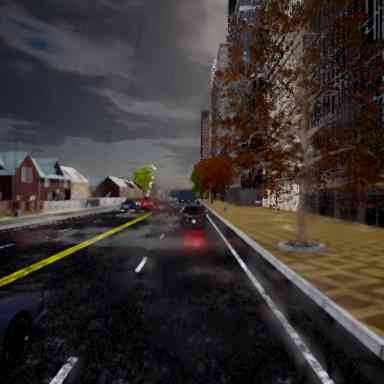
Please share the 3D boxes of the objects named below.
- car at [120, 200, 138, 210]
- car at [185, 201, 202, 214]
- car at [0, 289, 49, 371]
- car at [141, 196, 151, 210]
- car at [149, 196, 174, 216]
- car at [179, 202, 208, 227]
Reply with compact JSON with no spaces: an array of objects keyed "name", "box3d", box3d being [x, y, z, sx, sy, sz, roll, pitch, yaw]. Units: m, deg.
[{"name":"car","box3d":[-9.748,1.994,51.466,1.812,1.442,4.674,0,-1,1]},{"name":"car","box3d":[0.145,1.928,42.783,2.033,1.411,5.357,0,-1,0]},{"name":"car","box3d":[-3.149,1.567,2.698,2.033,1.411,5.357,0,0,0]},{"name":"car","box3d":[-6.498,1.690,51.573,2.150,2.045,5.566,0,0,1]},{"name":"car","box3d":[-3.112,1.664,36.153,2.097,1.767,4.553,0,-1,0]},{"name":"car","box3d":[0.126,1.707,24.313,1.837,1.490,4.892,0,0,0]}]
